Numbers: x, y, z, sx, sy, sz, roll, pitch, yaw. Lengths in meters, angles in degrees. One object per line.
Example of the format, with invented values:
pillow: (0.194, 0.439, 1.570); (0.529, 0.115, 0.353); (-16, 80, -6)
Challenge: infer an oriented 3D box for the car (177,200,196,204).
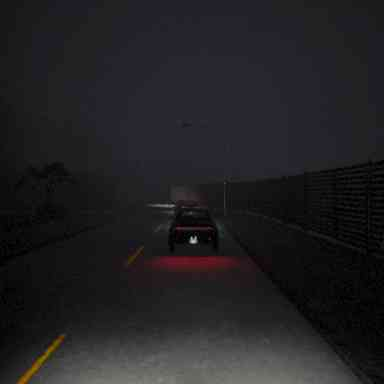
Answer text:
car: (-0.506, 1.470, 29.106); (2.128, 1.511, 4.902); (0, 0, -9)

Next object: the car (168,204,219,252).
car: (0.064, 1.480, 13.883); (2.128, 1.511, 4.902); (0, 0, 0)
